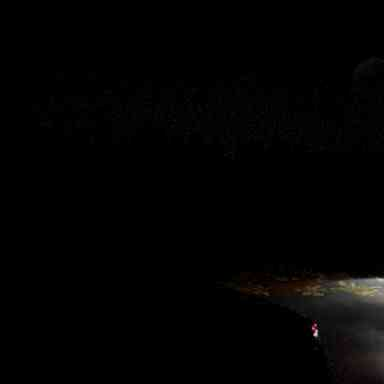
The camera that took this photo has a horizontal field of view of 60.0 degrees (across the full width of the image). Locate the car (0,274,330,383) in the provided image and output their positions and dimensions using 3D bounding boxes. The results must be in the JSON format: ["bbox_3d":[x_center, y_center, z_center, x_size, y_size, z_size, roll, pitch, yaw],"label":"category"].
[{"bbox_3d":[-0.649,1.565,3.021,4.181,1.385,1.994,0,0,-35],"label":"car"}]
